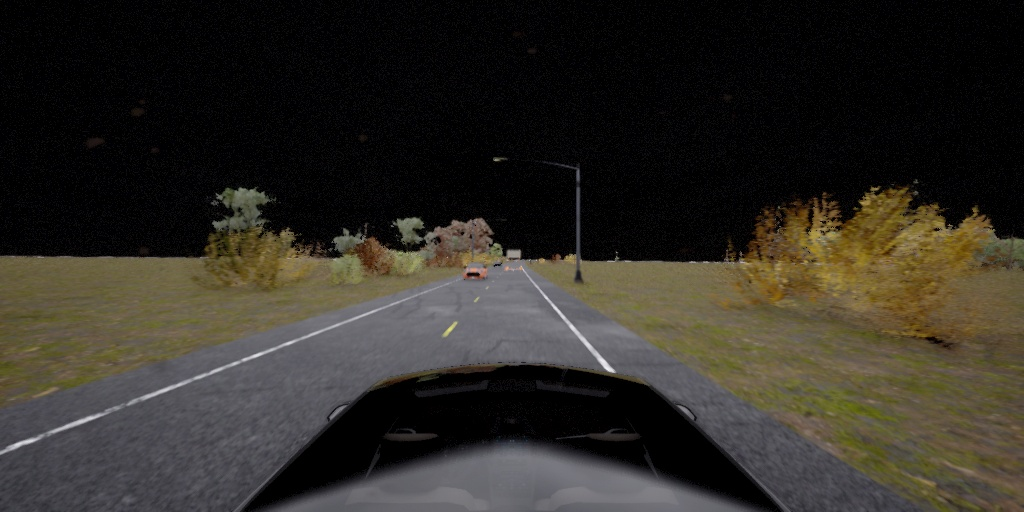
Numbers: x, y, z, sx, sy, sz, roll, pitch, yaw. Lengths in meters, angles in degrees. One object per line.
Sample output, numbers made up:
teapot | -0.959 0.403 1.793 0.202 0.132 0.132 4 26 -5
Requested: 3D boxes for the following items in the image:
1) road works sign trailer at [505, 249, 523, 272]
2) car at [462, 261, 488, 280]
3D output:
road works sign trailer | 0.294 0.714 56.610 2.380 3.560 2.880 0 0 0
car | -3.483 1.397 34.673 2.097 1.767 4.553 0 0 1
